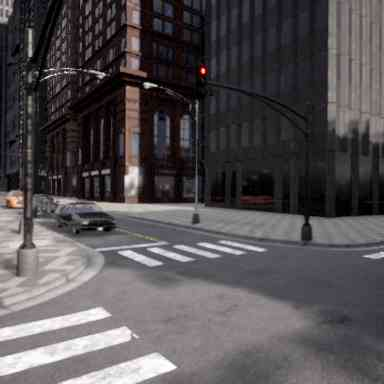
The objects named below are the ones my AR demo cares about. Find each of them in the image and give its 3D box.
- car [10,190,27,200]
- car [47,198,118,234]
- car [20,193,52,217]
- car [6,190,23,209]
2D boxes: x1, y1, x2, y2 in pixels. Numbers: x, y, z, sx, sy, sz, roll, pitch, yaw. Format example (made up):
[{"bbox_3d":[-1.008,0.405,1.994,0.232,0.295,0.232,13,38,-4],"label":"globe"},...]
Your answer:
[{"bbox_3d":[-28.334,0.468,54.258,1.882,1.535,5.008,1,1,-36],"label":"car"},{"bbox_3d":[-5.764,1.265,17.508,2.033,1.411,5.357,1,1,-36],"label":"car"},{"bbox_3d":[-11.488,1.040,25.446,1.837,1.490,4.892,1,1,-36],"label":"car"},{"bbox_3d":[-17.346,0.707,33.576,2.097,1.767,4.553,1,1,-35],"label":"car"}]
